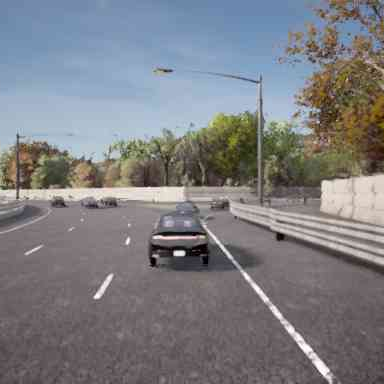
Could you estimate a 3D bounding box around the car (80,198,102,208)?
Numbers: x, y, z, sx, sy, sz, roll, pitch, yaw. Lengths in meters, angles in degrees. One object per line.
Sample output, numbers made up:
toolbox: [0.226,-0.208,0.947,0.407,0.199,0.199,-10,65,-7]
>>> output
car: [-14.666,1.561,47.292,2.033,1.411,5.357,0,0,-25]

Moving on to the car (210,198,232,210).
car: [3.808,1.444,41.456,2.128,1.511,4.902,0,0,26]

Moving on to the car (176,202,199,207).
car: [-0.412,1.542,28.037,1.994,1.385,4.181,0,0,6]

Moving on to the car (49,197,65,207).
car: [-21.156,1.538,52.114,1.837,1.490,4.892,0,0,-29]

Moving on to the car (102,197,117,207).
car: [-13.024,1.509,51.754,1.837,1.490,4.892,0,0,-26]

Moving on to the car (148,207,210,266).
car: [-0.451,1.483,11.597,2.128,1.511,4.902,0,0,-2]
